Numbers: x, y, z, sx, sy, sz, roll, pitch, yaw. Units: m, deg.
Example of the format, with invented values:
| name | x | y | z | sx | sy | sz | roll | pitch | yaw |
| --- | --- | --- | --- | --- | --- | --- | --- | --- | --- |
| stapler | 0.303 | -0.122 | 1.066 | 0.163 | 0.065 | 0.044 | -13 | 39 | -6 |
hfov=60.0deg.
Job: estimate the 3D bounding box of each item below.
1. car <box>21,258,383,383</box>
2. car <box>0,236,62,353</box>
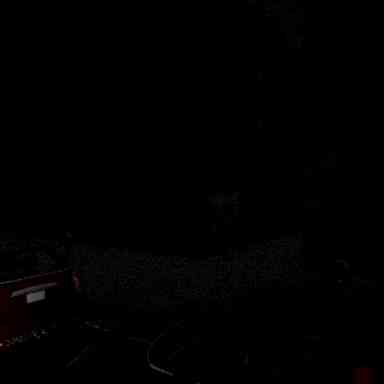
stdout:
| name | x | y | z | sx | sy | sz | roll | pitch | yaw |
| --- | --- | --- | --- | --- | --- | --- | --- | --- | --- |
| car | 0.755 | 1.447 | 2.542 | 4.097 | 1.590 | 1.967 | -1 | 0 | 36 |
| car | -3.741 | 1.494 | 5.750 | 4.097 | 1.590 | 1.967 | -1 | 0 | 36 |
